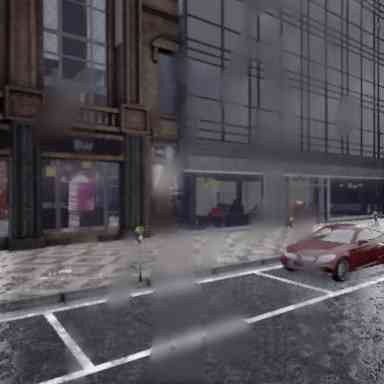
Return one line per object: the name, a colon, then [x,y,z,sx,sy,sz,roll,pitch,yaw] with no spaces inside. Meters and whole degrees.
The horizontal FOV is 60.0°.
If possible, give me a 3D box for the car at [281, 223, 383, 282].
car: [4.424,1.597,9.691,4.206,1.307,1.802,0,0,-35]
